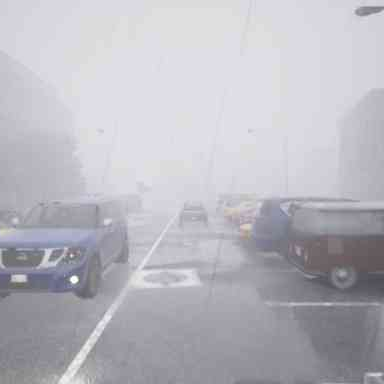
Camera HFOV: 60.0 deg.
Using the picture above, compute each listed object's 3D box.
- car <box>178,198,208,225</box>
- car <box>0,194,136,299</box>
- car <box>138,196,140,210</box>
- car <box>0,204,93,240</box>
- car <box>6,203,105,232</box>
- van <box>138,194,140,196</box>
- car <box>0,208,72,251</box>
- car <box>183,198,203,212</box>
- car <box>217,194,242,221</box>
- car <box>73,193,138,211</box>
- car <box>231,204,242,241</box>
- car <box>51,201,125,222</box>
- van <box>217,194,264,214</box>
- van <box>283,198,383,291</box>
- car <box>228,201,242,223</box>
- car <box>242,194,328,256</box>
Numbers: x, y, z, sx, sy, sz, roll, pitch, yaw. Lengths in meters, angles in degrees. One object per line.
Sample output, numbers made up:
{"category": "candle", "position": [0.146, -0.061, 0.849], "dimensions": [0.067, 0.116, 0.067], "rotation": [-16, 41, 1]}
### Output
{"category": "car", "position": [0.094, 1.403, 23.087], "dimensions": [2.128, 1.511, 4.902], "rotation": [0, 0, 0]}
{"category": "car", "position": [-3.101, 1.187, 8.734], "dimensions": [2.150, 2.045, 5.566], "rotation": [0, 0, 0]}
{"category": "car", "position": [-7.653, 1.368, 30.221], "dimensions": [5.008, 1.535, 2.097], "rotation": [0, 0, 0]}
{"category": "car", "position": [-7.837, 1.414, 16.312], "dimensions": [5.366, 1.575, 1.946], "rotation": [0, 0, 0]}
{"category": "car", "position": [-7.682, 1.436, 19.106], "dimensions": [4.792, 1.488, 2.163], "rotation": [0, 0, 0]}
{"category": "van", "position": [-7.771, 1.184, 35.842], "dimensions": [4.442, 1.987, 1.878], "rotation": [0, -1, 0]}
{"category": "car", "position": [-7.680, 1.457, 13.518], "dimensions": [4.792, 1.488, 2.163], "rotation": [0, 0, 0]}
{"category": "car", "position": [0.095, 1.454, 37.661], "dimensions": [2.128, 1.511, 4.902], "rotation": [0, -1, 0]}
{"category": "car", "position": [4.646, 1.248, 27.752], "dimensions": [4.553, 1.767, 2.185], "rotation": [0, 0, 0]}
{"category": "car", "position": [-7.625, 1.123, 27.486], "dimensions": [5.566, 2.045, 2.435], "rotation": [0, 0, 0]}
{"category": "car", "position": [4.493, 1.424, 13.669], "dimensions": [5.366, 1.575, 1.946], "rotation": [0, 0, 0]}
{"category": "car", "position": [-7.624, 1.415, 24.693], "dimensions": [4.792, 1.488, 2.163], "rotation": [0, 0, 0]}
{"category": "van", "position": [4.793, 1.154, 33.318], "dimensions": [4.442, 1.987, 1.878], "rotation": [0, -1, 0]}
{"category": "van", "position": [4.796, 1.222, 8.212], "dimensions": [4.442, 1.987, 1.878], "rotation": [0, 0, 0]}
{"category": "car", "position": [4.675, 1.446, 19.253], "dimensions": [4.674, 1.452, 2.002], "rotation": [0, 0, 0]}
{"category": "car", "position": [4.707, 1.186, 11.003], "dimensions": [5.566, 2.045, 2.435], "rotation": [0, 0, 0]}
